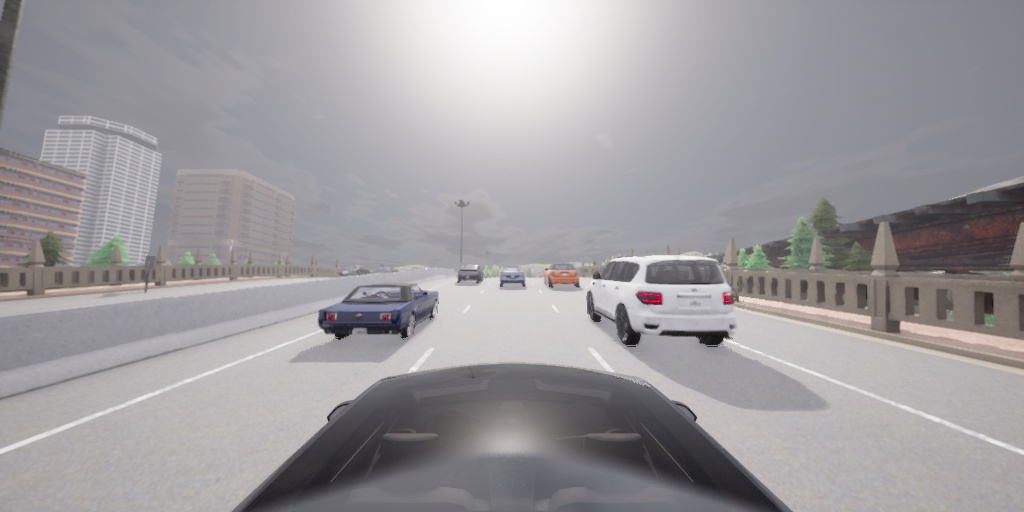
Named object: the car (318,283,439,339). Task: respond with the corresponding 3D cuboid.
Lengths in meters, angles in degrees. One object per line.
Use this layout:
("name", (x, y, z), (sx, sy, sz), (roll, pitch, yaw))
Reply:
("car", (-3.421, 1.418, 10.276), (1.895, 1.301, 4.718), (0, 0, 0))

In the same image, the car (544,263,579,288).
("car", (3.543, 1.301, 26.290), (2.097, 1.767, 4.553), (0, -1, 0))

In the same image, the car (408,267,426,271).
("car", (-10.678, 1.888, 40.483), (1.895, 1.301, 4.718), (0, -3, 0))

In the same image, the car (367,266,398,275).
("car", (-14.176, 1.837, 40.236), (1.994, 1.385, 4.181), (0, -3, 0))

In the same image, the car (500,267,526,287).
("car", (0.040, 1.500, 27.016), (2.033, 1.411, 5.357), (0, -1, 0))

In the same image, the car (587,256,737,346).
("car", (3.581, 1.037, 9.722), (2.150, 2.045, 5.566), (0, -1, 0))

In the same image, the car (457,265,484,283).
("car", (-3.467, 1.476, 30.557), (2.128, 1.511, 4.902), (0, -1, 0))

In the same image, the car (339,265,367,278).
("car", (-17.677, 1.773, 40.407), (2.128, 1.511, 4.902), (0, -3, 0))
